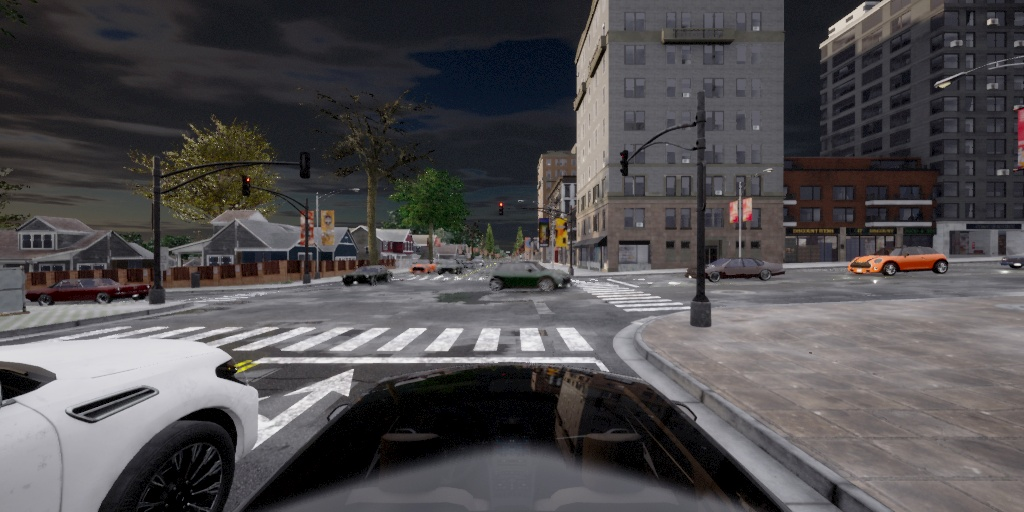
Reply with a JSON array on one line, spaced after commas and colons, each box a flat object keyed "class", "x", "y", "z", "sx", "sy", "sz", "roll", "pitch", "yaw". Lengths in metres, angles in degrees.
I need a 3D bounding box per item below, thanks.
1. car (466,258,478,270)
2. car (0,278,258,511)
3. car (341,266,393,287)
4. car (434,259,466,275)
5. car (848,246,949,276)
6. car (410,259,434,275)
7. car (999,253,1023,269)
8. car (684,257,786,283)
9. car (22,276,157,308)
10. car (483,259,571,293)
[{"class": "car", "x": -6.636, "y": 1.360, "z": 53.154, "sx": 1.994, "sy": 1.385, "sz": 4.181, "roll": 0, "pitch": 0, "yaw": 0}, {"class": "car", "x": -3.146, "y": 0.972, "z": 0.537, "sx": 2.150, "sy": 2.045, "sz": 5.566, "roll": 0, "pitch": 0, "yaw": 0}, {"class": "car", "x": -9.877, "y": 1.363, "z": 24.807, "sx": 1.895, "sy": 1.301, "sz": 4.718, "roll": -1, "pitch": 0, "yaw": 0}, {"class": "car", "x": -6.618, "y": 1.122, "z": 38.543, "sx": 2.097, "sy": 1.767, "sz": 4.553, "roll": 0, "pitch": 0, "yaw": 0}, {"class": "car", "x": 23.428, "y": 0.218, "z": 21.902, "sx": 4.553, "sy": 1.767, "sz": 2.097, "roll": -2, "pitch": 0, "yaw": 0}, {"class": "car", "x": -9.879, "y": 1.123, "z": 40.063, "sx": 2.097, "sy": 1.767, "sz": 4.553, "roll": 0, "pitch": 0, "yaw": 0}, {"class": "car", "x": 33.568, "y": 0.038, "z": 21.934, "sx": 5.357, "sy": 1.411, "sz": 2.033, "roll": -2, "pitch": 0, "yaw": 0}, {"class": "car", "x": 13.509, "y": 0.793, "z": 21.871, "sx": 5.357, "sy": 1.411, "sz": 2.033, "roll": -2, "pitch": 0, "yaw": 0}, {"class": "car", "x": -21.637, "y": 1.806, "z": 18.517, "sx": 4.718, "sy": 1.301, "sz": 1.895, "roll": -2, "pitch": 0, "yaw": 0}, {"class": "car", "x": 1.008, "y": 1.085, "z": 20.340, "sx": 4.553, "sy": 1.767, "sz": 2.097, "roll": -2, "pitch": 0, "yaw": 27}]
